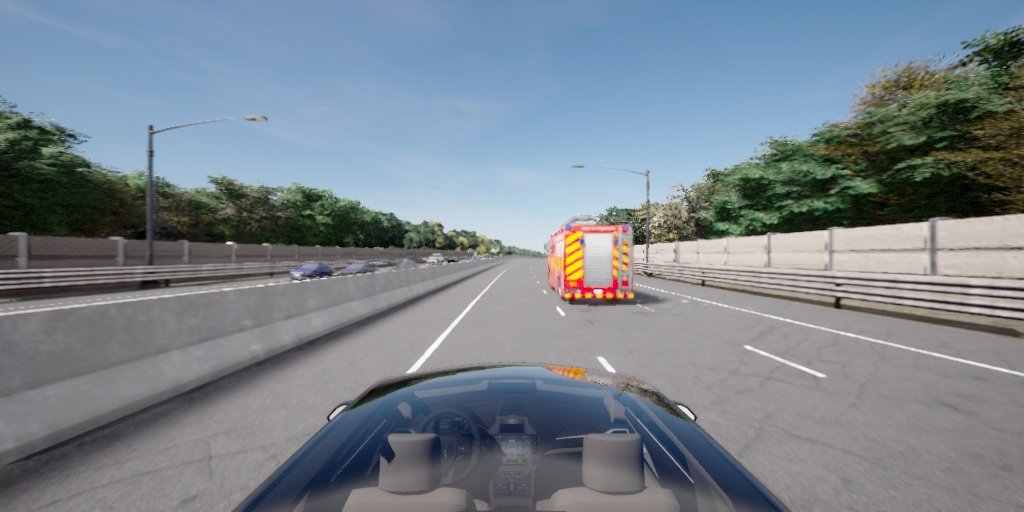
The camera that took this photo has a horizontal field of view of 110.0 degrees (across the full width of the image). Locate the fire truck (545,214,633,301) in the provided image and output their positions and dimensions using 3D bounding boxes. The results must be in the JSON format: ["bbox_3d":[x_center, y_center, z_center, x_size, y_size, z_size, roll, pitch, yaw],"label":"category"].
[{"bbox_3d":[3.631,0.175,18.739,2.891,3.827,8.468,0,0,1],"label":"fire truck"}]

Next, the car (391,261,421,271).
[{"bbox_3d":[-10.133,1.265,34.668,1.837,1.490,4.892,0,0,2],"label":"car"}]

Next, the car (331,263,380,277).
[{"bbox_3d":[-13.709,1.313,32.416,2.033,1.411,5.357,0,0,2],"label":"car"}]

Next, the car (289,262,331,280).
[{"bbox_3d":[-17.233,1.294,31.193,1.812,1.442,4.674,0,0,2],"label":"car"}]
